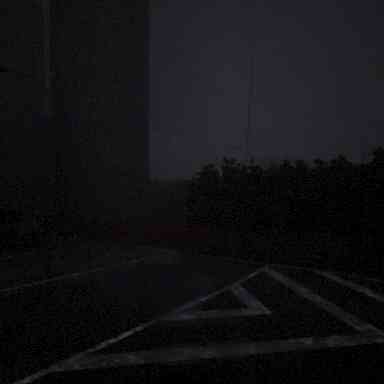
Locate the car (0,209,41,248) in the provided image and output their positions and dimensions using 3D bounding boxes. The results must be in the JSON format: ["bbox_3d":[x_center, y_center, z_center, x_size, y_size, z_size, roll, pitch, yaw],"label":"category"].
[{"bbox_3d":[-8.044,1.501,12.780,1.851,1.617,3.988,0,0,35],"label":"car"}]
